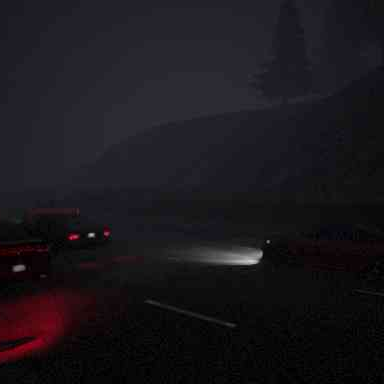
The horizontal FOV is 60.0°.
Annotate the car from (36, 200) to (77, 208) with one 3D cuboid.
[{"bbox_3d":[-8.901,1.251,21.042,4.553,1.767,2.097,0,0,44],"label":"car"}]

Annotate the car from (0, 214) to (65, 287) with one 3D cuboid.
[{"bbox_3d":[-5.531,1.426,8.529,5.008,1.535,1.882,0,0,39],"label":"car"}]

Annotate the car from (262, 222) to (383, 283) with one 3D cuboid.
[{"bbox_3d":[4.214,1.567,9.735,4.181,1.385,1.994,0,0,37],"label":"car"}]

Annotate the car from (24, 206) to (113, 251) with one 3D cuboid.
[{"bbox_3d":[-5.270,1.487,12.844,5.357,1.411,2.033,0,0,41],"label":"car"}]
